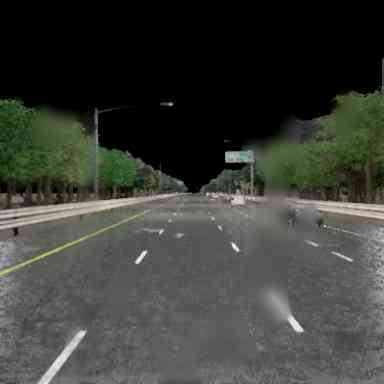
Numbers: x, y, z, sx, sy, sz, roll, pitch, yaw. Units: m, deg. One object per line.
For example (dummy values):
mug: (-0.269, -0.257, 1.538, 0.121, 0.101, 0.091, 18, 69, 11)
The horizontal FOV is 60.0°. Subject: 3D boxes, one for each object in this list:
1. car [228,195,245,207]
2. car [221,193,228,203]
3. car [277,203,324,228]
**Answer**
car: (7.122, 1.535, 51.631, 1.812, 1.442, 4.674, 0, 0, 0)
car: (7.224, 1.339, 68.435, 2.097, 1.767, 4.553, 0, 0, 0)
car: (7.017, 1.497, 21.990, 2.128, 1.511, 4.902, 0, 0, 0)
